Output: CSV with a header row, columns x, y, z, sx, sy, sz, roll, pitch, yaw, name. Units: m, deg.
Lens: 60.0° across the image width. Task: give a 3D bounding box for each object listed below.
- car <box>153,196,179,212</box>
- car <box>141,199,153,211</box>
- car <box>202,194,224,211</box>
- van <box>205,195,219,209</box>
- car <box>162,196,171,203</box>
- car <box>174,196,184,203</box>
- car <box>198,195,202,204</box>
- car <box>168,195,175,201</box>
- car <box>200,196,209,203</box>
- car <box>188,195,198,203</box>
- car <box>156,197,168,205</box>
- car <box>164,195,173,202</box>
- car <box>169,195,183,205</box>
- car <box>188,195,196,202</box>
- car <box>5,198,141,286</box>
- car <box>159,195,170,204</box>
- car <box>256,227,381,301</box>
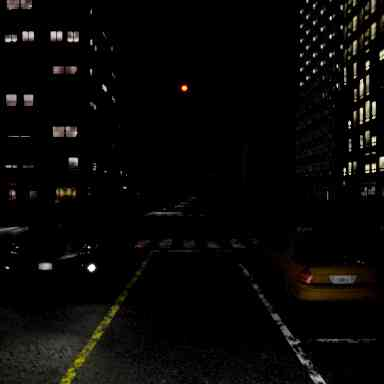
x,y,z,sx,sy,sz,roll,pitch,yaw,name
-3.037,1.564,39.877,2.033,1.411,5.357,0,0,1,car
-5.636,1.567,40.502,2.008,1.369,4.403,0,0,0,car
2.742,1.332,40.490,2.192,1.841,5.009,0,0,0,car
2.750,1.363,46.016,1.690,1.788,3.998,0,0,0,van
-5.590,1.648,73.662,1.802,1.307,4.206,0,0,0,car
-2.898,1.605,72.243,1.994,1.385,4.181,0,0,0,car
2.773,1.361,62.596,2.192,1.841,5.009,0,0,0,car
-5.567,1.624,90.072,1.752,1.417,4.829,0,0,0,car
2.790,1.611,73.650,1.887,1.381,4.507,0,0,0,car
0.188,1.660,70.177,1.895,1.301,4.718,0,0,0,car
-5.606,1.591,62.607,1.887,1.381,4.507,0,0,0,car
-5.583,1.516,79.188,1.967,1.590,4.097,0,0,0,car
-3.004,1.585,57.335,2.033,1.411,5.357,0,0,0,car
0.112,1.556,80.177,1.882,1.535,5.008,0,0,0,car
-3.089,1.219,9.779,2.150,2.045,5.566,0,0,0,car
-5.599,1.496,68.135,1.967,1.590,4.097,0,0,0,car
2.698,1.526,8.247,1.752,1.417,4.829,0,0,0,car
